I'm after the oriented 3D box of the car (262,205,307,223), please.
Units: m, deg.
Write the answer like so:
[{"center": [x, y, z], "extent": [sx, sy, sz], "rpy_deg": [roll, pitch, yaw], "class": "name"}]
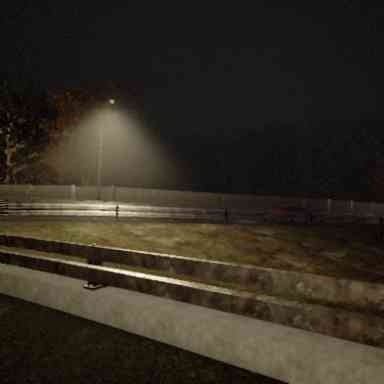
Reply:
[{"center": [11.019, 2.576, 39.433], "extent": [5.566, 2.045, 2.150], "rpy_deg": [4, -1, -21], "class": "car"}]
